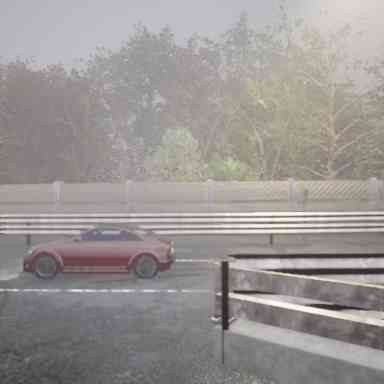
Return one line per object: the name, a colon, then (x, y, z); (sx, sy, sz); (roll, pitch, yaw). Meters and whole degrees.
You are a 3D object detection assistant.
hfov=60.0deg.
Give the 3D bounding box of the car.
car: (-2.564, 1.633, 9.665); (4.181, 1.385, 1.994); (0, 0, 3)
